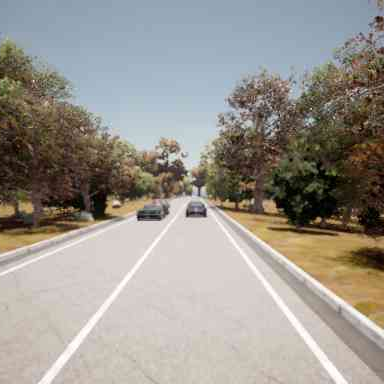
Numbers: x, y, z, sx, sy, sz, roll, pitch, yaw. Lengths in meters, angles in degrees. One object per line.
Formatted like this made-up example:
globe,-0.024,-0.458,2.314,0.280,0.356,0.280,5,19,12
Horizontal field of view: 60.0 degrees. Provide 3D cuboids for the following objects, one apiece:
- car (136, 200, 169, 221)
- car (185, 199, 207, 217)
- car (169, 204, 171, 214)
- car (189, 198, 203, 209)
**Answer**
car,-3.295,1.594,27.179,1.895,1.301,4.718,0,0,1
car,0.391,1.573,31.840,1.994,1.385,4.181,0,0,0
car,-3.175,1.509,33.193,1.895,1.301,4.718,0,0,1
car,0.526,1.609,46.503,1.895,1.301,4.718,0,0,1
